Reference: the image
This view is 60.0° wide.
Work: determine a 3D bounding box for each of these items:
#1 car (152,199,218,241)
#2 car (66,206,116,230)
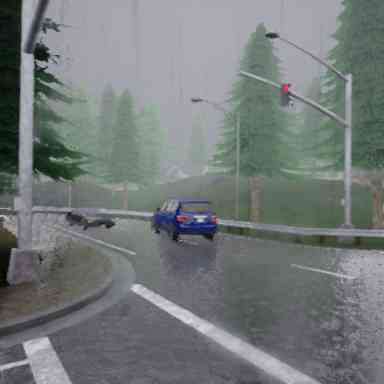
[{"bbox_3d":[-0.534,1.401,17.680,2.150,2.045,5.566,1,-1,-20],"label":"car"},{"bbox_3d":[-6.895,1.661,22.264,2.033,1.411,5.357,1,-1,-36],"label":"car"}]
